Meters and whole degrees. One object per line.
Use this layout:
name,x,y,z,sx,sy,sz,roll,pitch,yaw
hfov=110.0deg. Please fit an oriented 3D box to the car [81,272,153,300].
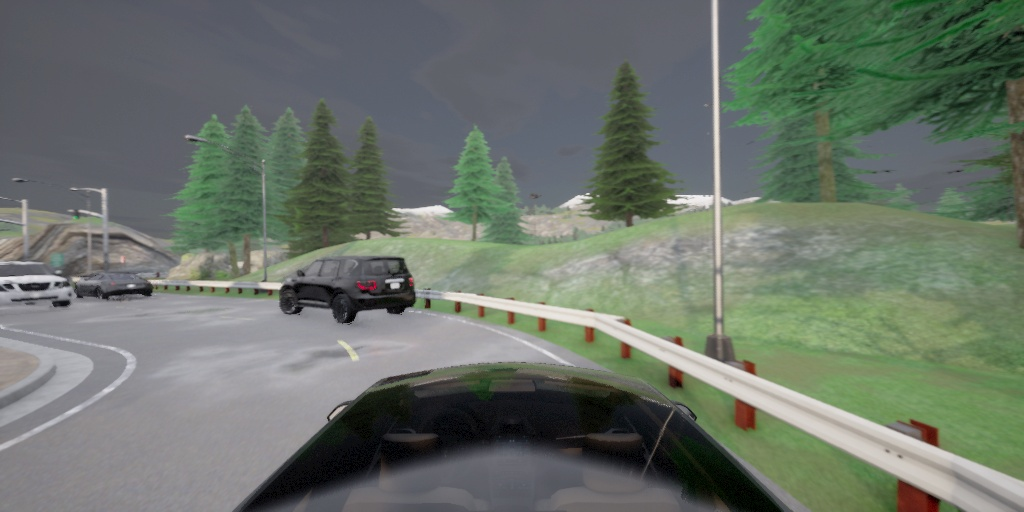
car,-21.585,1.560,19.404,4.181,1.385,1.994,-1,0,23

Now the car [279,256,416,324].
car,-5.753,1.016,12.353,5.566,2.045,2.150,-1,0,34

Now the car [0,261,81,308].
car,-21.366,1.239,15.295,5.566,2.045,2.150,-1,0,23
